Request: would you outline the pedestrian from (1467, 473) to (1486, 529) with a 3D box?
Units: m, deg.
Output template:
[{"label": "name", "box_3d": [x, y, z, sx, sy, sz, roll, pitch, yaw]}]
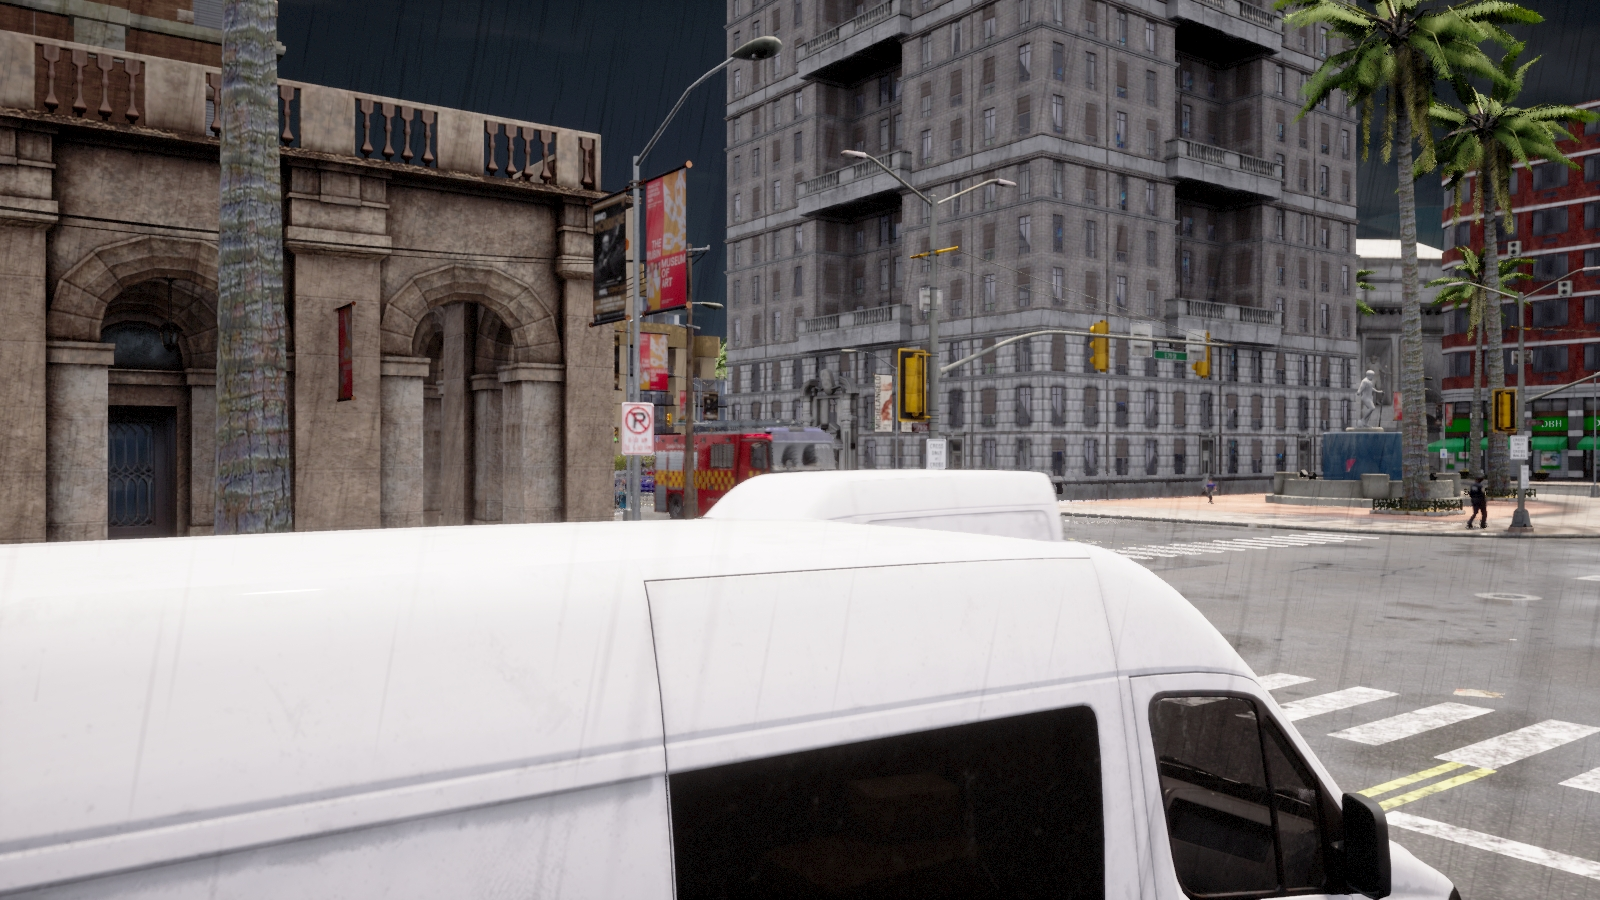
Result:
[{"label": "pedestrian", "box_3d": [22.402, 1.680, 37.841, 0.375, 1.860, 0.375, 0, 0, -18]}]

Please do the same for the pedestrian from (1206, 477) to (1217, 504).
[{"label": "pedestrian", "box_3d": [19.803, 1.958, 55.010, 0.375, 1.300, 0.375, 0, 0, 42]}]

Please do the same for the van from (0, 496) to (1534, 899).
[{"label": "van", "box_3d": [0.019, 1.533, 3.806, 5.915, 2.561, 1.988, 0, 0, -35]}]

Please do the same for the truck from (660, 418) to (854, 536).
[{"label": "truck", "box_3d": [-1.785, 0.881, 41.621, 2.891, 3.827, 8.468, 0, 0, -35]}]
